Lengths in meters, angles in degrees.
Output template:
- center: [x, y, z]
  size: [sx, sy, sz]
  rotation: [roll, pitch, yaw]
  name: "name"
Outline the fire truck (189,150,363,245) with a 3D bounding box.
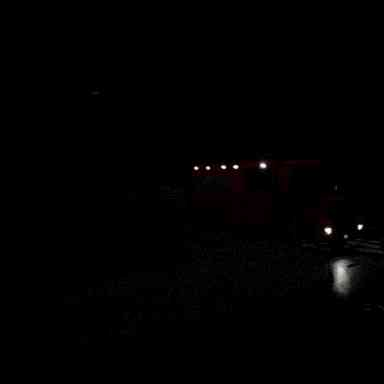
- center: [3.335, 0.079, 15.827]
  size: [2.891, 3.827, 8.468]
  rotation: [0, 2, -35]
  name: "fire truck"
